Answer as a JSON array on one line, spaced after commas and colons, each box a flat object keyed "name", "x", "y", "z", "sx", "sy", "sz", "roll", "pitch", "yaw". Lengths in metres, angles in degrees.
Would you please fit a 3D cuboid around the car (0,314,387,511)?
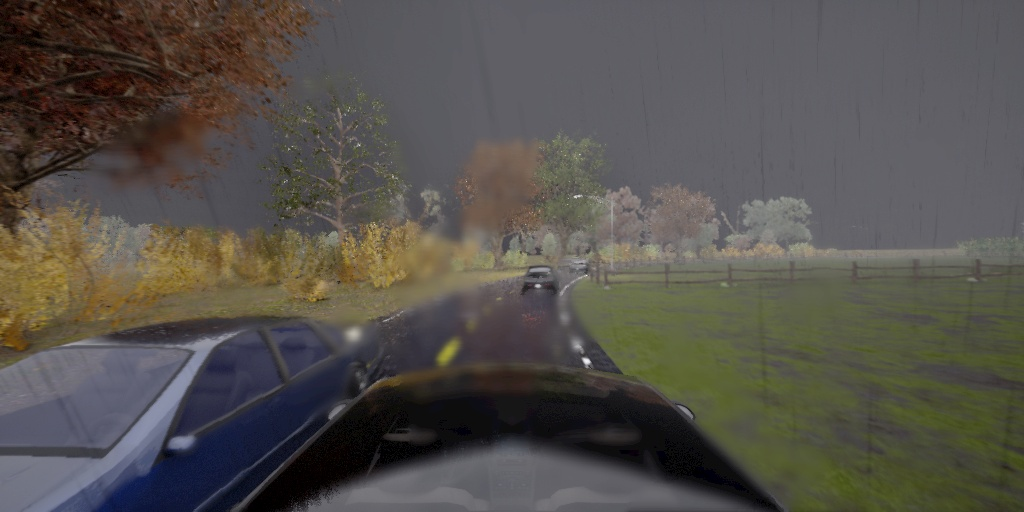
[{"name": "car", "x": -2.803, "y": 1.296, "z": 3.061, "sx": 2.033, "sy": 1.411, "sz": 5.357, "roll": 0, "pitch": 0, "yaw": 1}]

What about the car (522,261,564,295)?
[{"name": "car", "x": 1.702, "y": 1.233, "z": 19.611, "sx": 1.837, "sy": 1.490, "sz": 4.892, "roll": 0, "pitch": 0, "yaw": 10}]

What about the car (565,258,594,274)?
[{"name": "car", "x": 7.580, "y": 1.097, "z": 38.471, "sx": 2.128, "sy": 1.511, "sz": 4.902, "roll": 0, "pitch": 1, "yaw": 23}]
